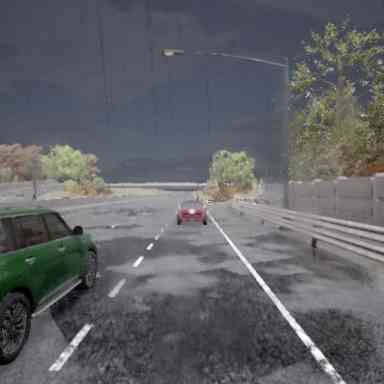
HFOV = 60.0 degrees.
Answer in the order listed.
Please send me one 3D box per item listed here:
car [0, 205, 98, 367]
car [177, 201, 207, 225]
[{"bbox_3d":[-3.400,1.237,5.938,2.150,2.045,5.566,0,0,0],"label":"car"},{"bbox_3d":[-0.003,1.426,25.098,2.097,1.767,4.553,0,0,0],"label":"car"}]
